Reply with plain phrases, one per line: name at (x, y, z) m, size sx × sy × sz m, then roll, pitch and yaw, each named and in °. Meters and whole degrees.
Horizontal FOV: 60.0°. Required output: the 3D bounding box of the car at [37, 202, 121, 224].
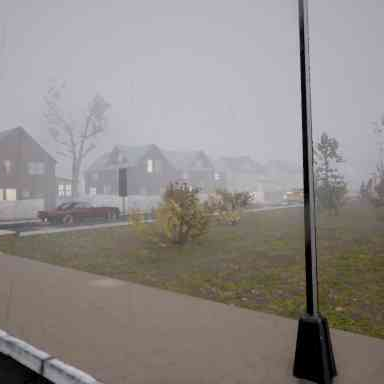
car at (-6.772, 1.253, 20.489) m, size 1.895 × 1.301 × 4.718 m, roll -2°, pitch -1°, yaw 43°

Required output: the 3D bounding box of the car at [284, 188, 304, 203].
car at (13.916, 0.594, 42.302) m, size 1.882 × 1.535 × 5.008 m, roll -2°, pitch -1°, yaw 44°
